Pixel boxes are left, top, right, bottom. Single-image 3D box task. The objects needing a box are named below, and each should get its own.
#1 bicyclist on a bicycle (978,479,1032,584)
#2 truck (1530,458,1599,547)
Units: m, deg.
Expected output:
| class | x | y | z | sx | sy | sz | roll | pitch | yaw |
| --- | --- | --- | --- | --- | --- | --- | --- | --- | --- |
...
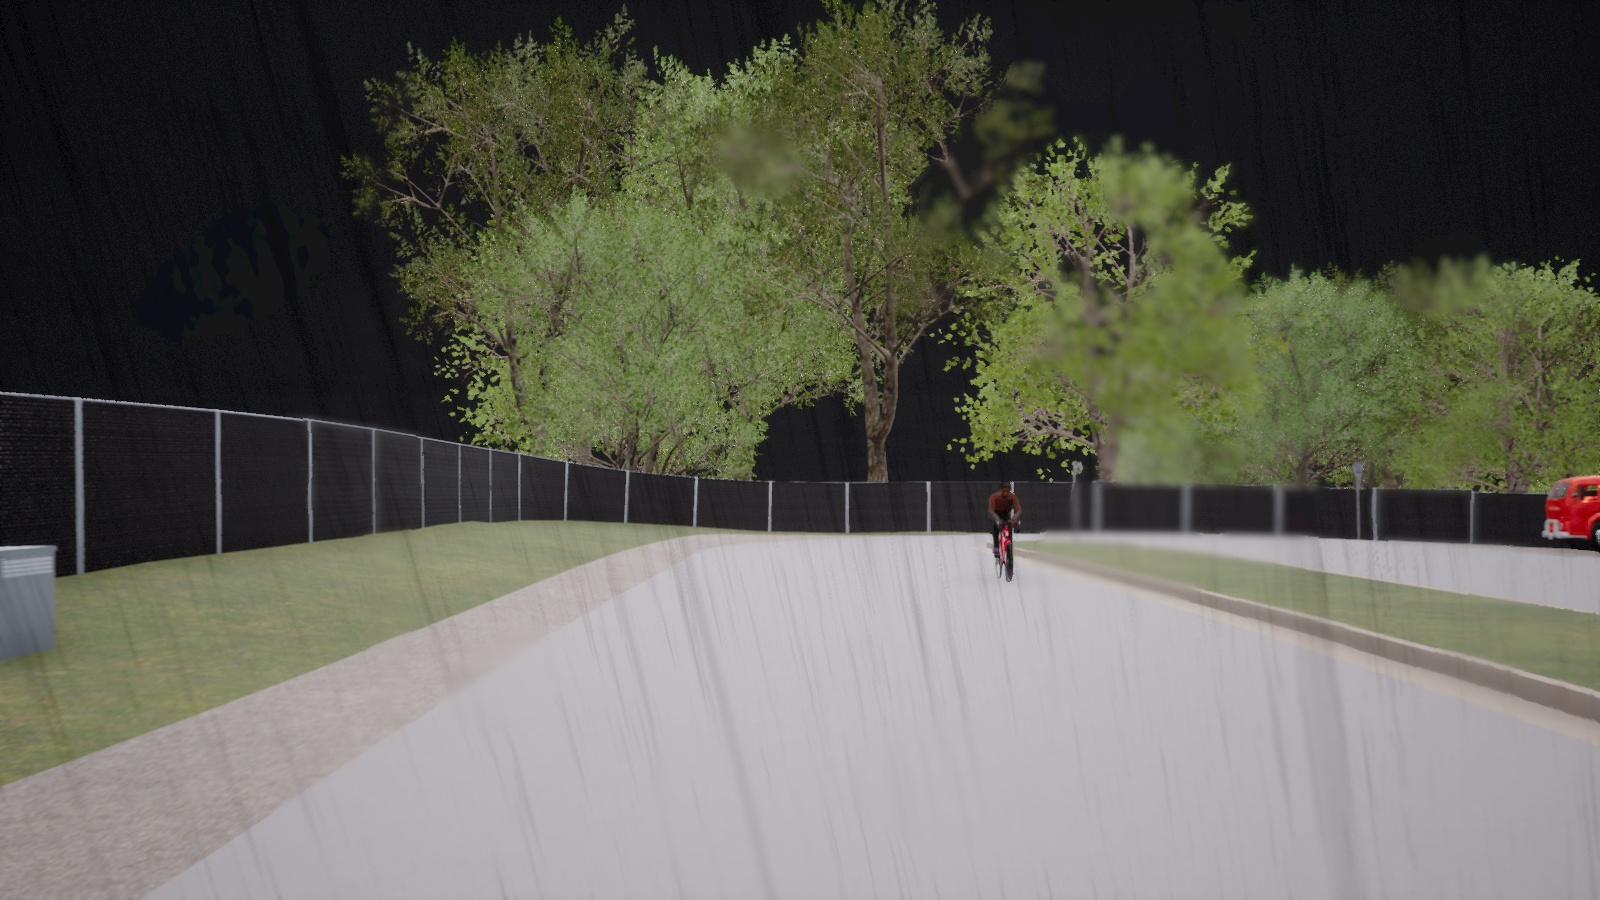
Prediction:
| class | x | y | z | sx | sy | sz | roll | pitch | yaw |
| --- | --- | --- | --- | --- | --- | --- | --- | --- | --- |
| bicyclist on a bicycle | 3.311 | 1.299 | 20.407 | 0.582 | 1.620 | 1.656 | -1 | -2 | 0 |
| truck | 24.281 | 1.548 | 36.060 | 5.204 | 2.467 | 2.627 | 1 | -2 | 13 |
